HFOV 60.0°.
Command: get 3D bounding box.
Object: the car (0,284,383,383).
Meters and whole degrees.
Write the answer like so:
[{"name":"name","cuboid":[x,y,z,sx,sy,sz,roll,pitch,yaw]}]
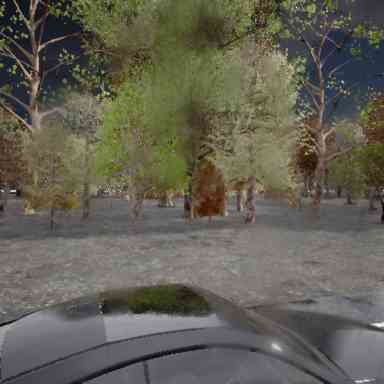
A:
[{"name":"car","cuboid":[-0.041,1.525,2.568,4.674,1.442,1.812,0,0,-19]}]
